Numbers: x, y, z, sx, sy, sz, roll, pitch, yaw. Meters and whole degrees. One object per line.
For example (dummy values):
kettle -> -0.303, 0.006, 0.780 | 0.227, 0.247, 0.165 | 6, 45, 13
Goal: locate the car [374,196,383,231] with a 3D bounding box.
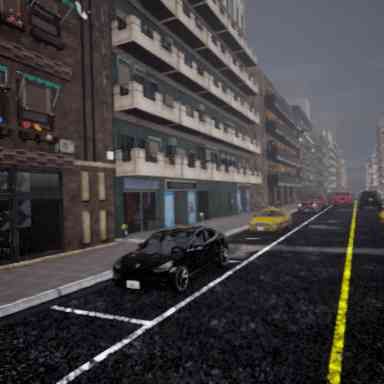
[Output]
car -> 11.123, 1.215, 17.782 | 1.801, 1.575, 5.366 | -2, -1, 26

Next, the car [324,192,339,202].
car -> 27.249, 0.904, 64.850 | 2.192, 1.841, 5.009 | -2, 0, 26

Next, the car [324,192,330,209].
car -> 14.701, 1.138, 39.617 | 2.192, 1.841, 5.009 | -2, 0, 26

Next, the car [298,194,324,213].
car -> 12.195, 1.310, 34.569 | 1.967, 1.590, 4.097 | -2, 0, 26

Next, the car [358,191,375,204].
car -> 26.034, 0.851, 49.639 | 2.097, 1.767, 4.553 | -2, -1, 26

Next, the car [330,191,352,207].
car -> 20.541, 0.883, 45.335 | 2.150, 2.045, 5.566 | -2, -1, 26

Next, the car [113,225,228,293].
car -> -0.349, 1.665, 9.333 | 1.947, 1.339, 4.313 | -2, 0, 26

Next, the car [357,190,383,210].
car -> 19.689, 0.840, 36.874 | 2.150, 2.045, 5.566 | -2, 0, 27

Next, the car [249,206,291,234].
car -> 4.593, 1.535, 19.275 | 1.752, 1.417, 4.829 | -2, 0, 26

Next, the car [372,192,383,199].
car -> 39.771, 0.732, 71.207 | 1.887, 1.381, 4.507 | -2, 0, 26

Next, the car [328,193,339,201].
car -> 29.762, 0.981, 69.895 | 1.967, 1.590, 4.097 | -2, 0, 26
